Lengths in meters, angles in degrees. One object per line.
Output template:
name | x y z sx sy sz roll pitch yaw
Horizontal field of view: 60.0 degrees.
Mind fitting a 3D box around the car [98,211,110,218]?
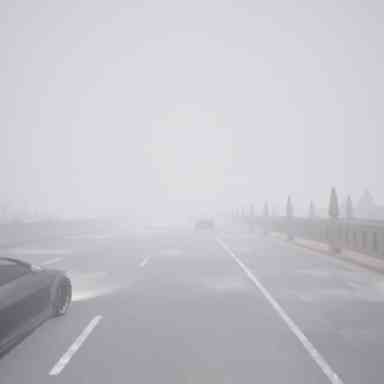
car | -19.232 5.187 72.965 2.150 2.045 5.566 1 -4 -10

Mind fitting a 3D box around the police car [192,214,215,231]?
police car | 1.235 3.074 33.616 1.930 1.638 5.238 0 -4 0

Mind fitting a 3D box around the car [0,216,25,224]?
car | -17.577 3.073 31.981 1.812 1.442 4.674 0 -4 0

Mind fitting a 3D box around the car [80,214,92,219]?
car | -22.270 5.407 70.117 2.033 1.411 5.357 0 -4 -8

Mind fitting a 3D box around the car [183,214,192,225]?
car | 0.020 4.336 51.095 1.895 1.301 4.718 0 -4 0

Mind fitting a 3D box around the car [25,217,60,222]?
car | -14.074 3.155 32.675 1.994 1.385 4.181 0 -4 0

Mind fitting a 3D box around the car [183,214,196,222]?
car | -0.520 5.164 66.199 1.837 1.490 4.892 0 -4 -8

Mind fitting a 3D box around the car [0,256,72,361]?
car | -3.398 1.632 5.029 1.994 1.385 4.181 0 -1 0

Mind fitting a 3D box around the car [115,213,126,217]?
car | -15.897 5.484 74.115 1.837 1.490 4.892 1 -4 -10
